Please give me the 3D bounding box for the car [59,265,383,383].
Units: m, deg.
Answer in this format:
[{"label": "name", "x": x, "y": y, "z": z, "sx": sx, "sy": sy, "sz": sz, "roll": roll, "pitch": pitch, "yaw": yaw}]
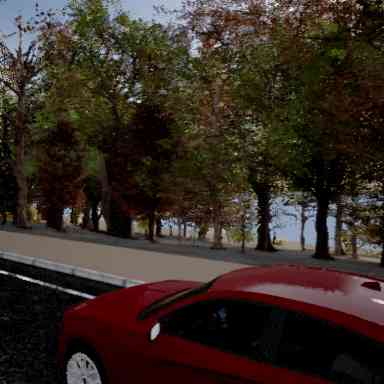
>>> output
[{"label": "car", "x": 0.763, "y": 1.477, "z": 3.141, "sx": 5.008, "sy": 1.535, "sz": 1.882, "roll": 0, "pitch": 0, "yaw": 36}]
